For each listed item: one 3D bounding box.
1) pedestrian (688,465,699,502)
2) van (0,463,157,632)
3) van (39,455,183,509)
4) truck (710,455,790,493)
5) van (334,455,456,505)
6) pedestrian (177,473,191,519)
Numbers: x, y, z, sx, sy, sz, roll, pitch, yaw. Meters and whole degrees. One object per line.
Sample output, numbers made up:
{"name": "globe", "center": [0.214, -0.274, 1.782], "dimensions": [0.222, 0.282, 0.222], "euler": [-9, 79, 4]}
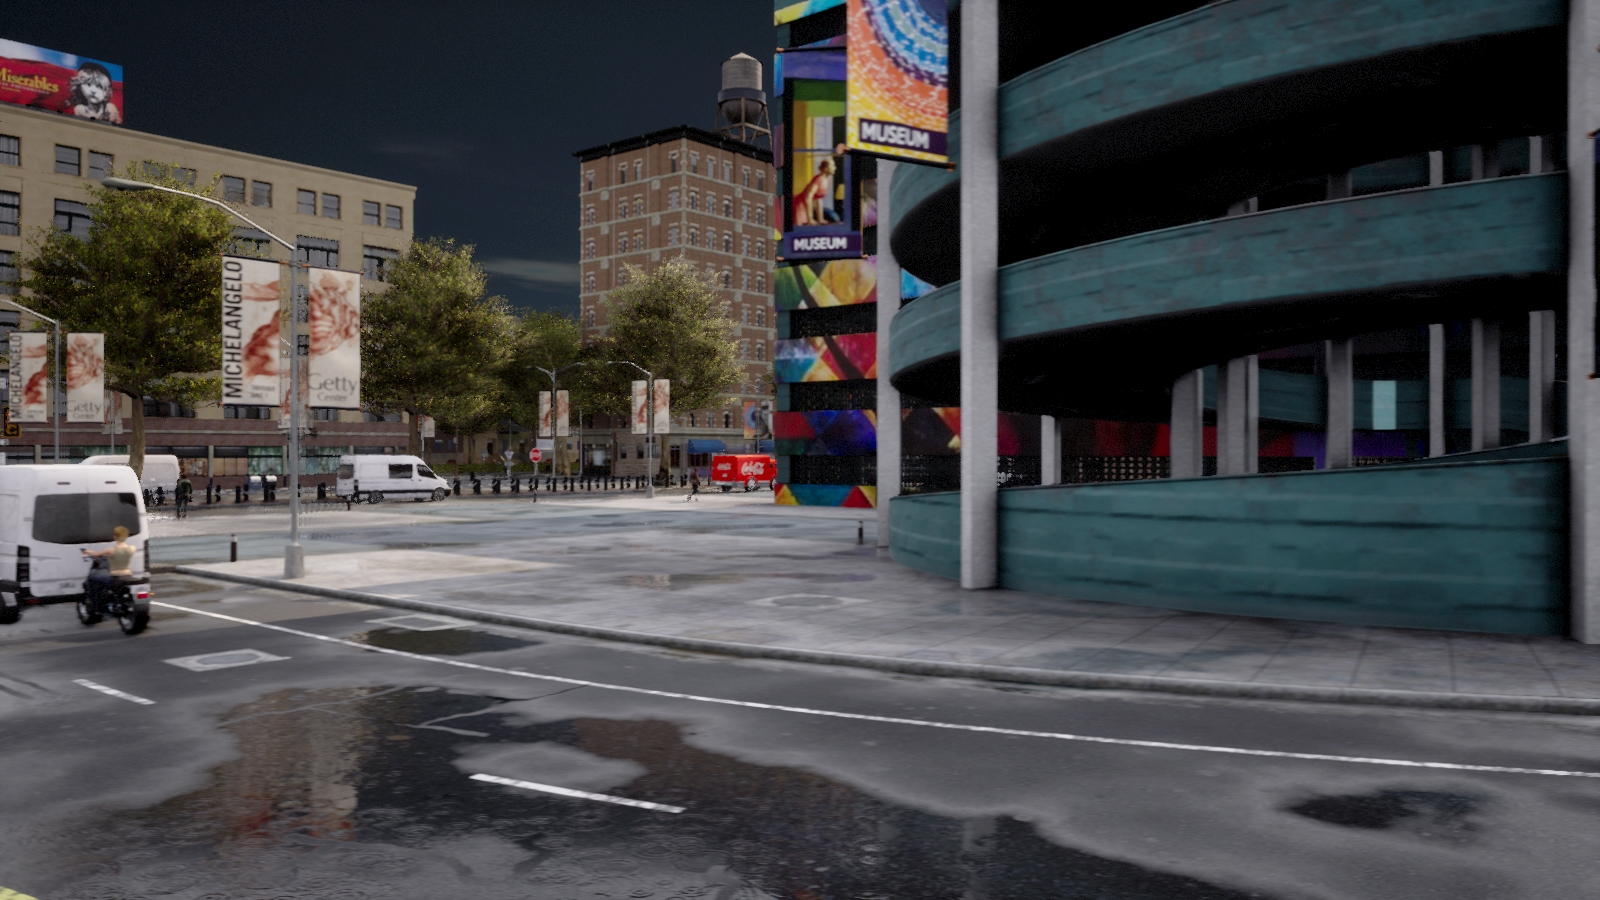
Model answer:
{"name": "pedestrian", "center": [-5.424, 1.709, 58.127], "dimensions": [0.375, 1.860, 0.375], "euler": [0, 0, 39]}
{"name": "van", "center": [-13.766, 1.537, 20.339], "dimensions": [5.915, 2.561, 1.988], "euler": [0, 0, 39]}
{"name": "van", "center": [-34.640, 1.542, 57.629], "dimensions": [1.988, 2.561, 5.915], "euler": [0, 0, 39]}
{"name": "truck", "center": [-3.354, 1.582, 77.631], "dimensions": [2.627, 2.467, 5.204], "euler": [0, 0, 40]}
{"name": "van", "center": [-21.550, 1.544, 61.023], "dimensions": [1.988, 2.561, 5.915], "euler": [0, 0, 40]}
{"name": "pedestrian", "center": [-24.858, 1.856, 46.088], "dimensions": [0.375, 1.860, 0.375], "euler": [0, 0, 39]}
